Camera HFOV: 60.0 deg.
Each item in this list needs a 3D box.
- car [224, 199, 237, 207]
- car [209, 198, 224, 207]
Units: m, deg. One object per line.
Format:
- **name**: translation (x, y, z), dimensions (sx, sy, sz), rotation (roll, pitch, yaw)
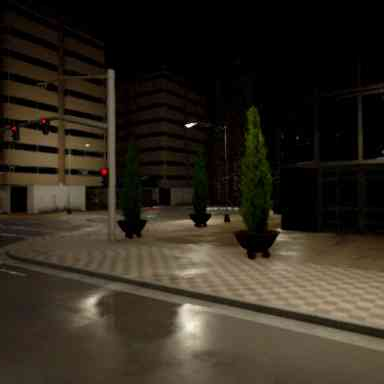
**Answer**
- **car**: translation (7.811, 1.920, 56.842), dimensions (1.994, 1.385, 4.181), rotation (-1, -1, 36)
- **car**: translation (4.531, 1.872, 58.274), dimensions (1.882, 1.535, 5.008), rotation (-1, -1, 36)
